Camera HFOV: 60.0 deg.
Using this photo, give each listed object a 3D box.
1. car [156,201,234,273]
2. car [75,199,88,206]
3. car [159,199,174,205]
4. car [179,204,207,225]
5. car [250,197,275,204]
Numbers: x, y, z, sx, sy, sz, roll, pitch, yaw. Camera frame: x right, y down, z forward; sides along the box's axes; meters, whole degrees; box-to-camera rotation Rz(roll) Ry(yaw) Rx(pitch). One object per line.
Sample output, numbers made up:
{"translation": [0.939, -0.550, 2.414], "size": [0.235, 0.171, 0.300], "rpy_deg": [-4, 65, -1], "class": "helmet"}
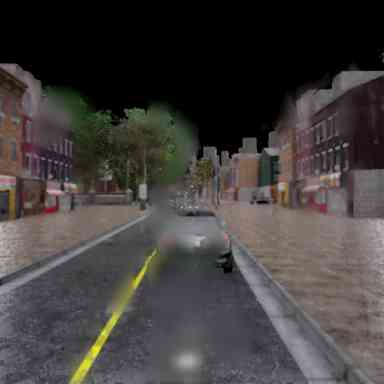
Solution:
{"translation": [0.079, 1.353, 10.783], "size": [2.097, 1.767, 4.553], "rpy_deg": [0, 0, 0], "class": "car"}
{"translation": [-20.606, 1.838, 58.566], "size": [4.403, 1.369, 2.008], "rpy_deg": [-1, -1, 0], "class": "car"}
{"translation": [-2.817, 1.580, 40.196], "size": [2.033, 1.411, 5.357], "rpy_deg": [0, 0, 0], "class": "car"}
{"translation": [0.079, 1.607, 25.271], "size": [1.895, 1.301, 4.718], "rpy_deg": [0, 0, 0], "class": "car"}
{"translation": [12.380, 1.570, 58.575], "size": [4.313, 1.339, 1.947], "rpy_deg": [0, -1, 0], "class": "car"}
